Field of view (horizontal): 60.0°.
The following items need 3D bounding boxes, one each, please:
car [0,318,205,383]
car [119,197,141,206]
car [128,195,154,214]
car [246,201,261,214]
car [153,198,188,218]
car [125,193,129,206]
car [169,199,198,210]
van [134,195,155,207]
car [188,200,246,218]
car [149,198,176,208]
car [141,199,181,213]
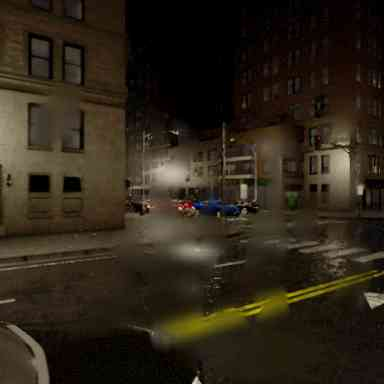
[{"bbox_3d":[-1.997,1.525,2.019,4.674,1.442,1.812,0,0,-36],"label":"car"},{"bbox_3d":[-10.700,1.562,56.947,2.008,1.369,4.403,0,0,-35],"label":"car"},{"bbox_3d":[-4.551,1.417,34.309,1.967,1.590,4.097,0,0,-35],"label":"car"},{"bbox_3d":[5.183,1.574,34.431,1.947,1.339,4.313,0,0,-35],"label":"car"},{"bbox_3d":[-1.375,1.419,29.806,1.967,1.590,4.097,0,0,-35],"label":"car"},{"bbox_3d":[-9.762,1.208,46.123,2.150,2.045,5.566,0,0,-35],"label":"car"},{"bbox_3d":[-1.171,1.588,43.438,1.802,1.307,4.206,0,0,-35],"label":"car"},{"bbox_3d":[-7.523,1.349,52.444,1.690,1.788,3.998,0,0,-35],"label":"van"},{"bbox_3d":[2.087,1.466,29.297,1.882,1.535,5.008,0,0,-35],"label":"car"},{"bbox_3d":[-4.347,1.572,47.941,1.947,1.339,4.313,0,0,-35],"label":"car"},{"bbox_3d":[-3.617,1.534,37.385,2.033,1.411,5.357,0,0,-35],"label":"car"}]
